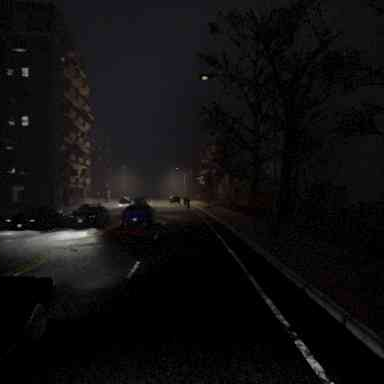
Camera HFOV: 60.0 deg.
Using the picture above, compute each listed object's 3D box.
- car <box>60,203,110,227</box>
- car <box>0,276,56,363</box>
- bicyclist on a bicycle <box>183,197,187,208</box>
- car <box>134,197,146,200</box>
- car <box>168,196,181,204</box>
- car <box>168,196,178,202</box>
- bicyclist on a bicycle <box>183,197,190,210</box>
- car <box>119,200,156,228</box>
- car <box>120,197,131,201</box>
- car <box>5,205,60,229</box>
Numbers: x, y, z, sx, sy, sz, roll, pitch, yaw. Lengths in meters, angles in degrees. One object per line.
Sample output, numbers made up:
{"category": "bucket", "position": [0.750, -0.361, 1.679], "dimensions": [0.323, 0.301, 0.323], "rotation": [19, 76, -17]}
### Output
{"category": "car", "position": [-7.036, 1.547, 23.139], "dimensions": [2.128, 1.511, 4.902], "rotation": [0, 0, -2]}
{"category": "car", "position": [-3.178, 1.611, 3.442], "dimensions": [1.895, 1.301, 4.718], "rotation": [0, 0, 0]}
{"category": "bicyclist on a bicycle", "position": [-1.088, 1.556, 51.494], "dimensions": [0.582, 1.620, 1.656], "rotation": [0, 0, -4]}
{"category": "car", "position": [-9.065, 1.602, 58.059], "dimensions": [1.882, 1.535, 5.008], "rotation": [0, 0, -4]}
{"category": "car", "position": [-3.337, 1.635, 67.244], "dimensions": [1.837, 1.490, 4.892], "rotation": [0, 0, -6]}
{"category": "car", "position": [-4.551, 1.630, 78.749], "dimensions": [2.128, 1.511, 4.902], "rotation": [0, 0, -7]}
{"category": "bicyclist on a bicycle", "position": [-0.464, 1.539, 42.428], "dimensions": [0.582, 1.620, 1.656], "rotation": [0, 0, -4]}
{"category": "car", "position": [-3.571, 1.530, 22.718], "dimensions": [1.882, 1.535, 5.008], "rotation": [0, 0, -2]}
{"category": "car", "position": [-12.874, 1.640, 64.365], "dimensions": [2.128, 1.511, 4.902], "rotation": [0, 0, -5]}
{"category": "car", "position": [-10.249, 1.603, 22.245], "dimensions": [2.033, 1.411, 5.357], "rotation": [0, 0, -2]}
